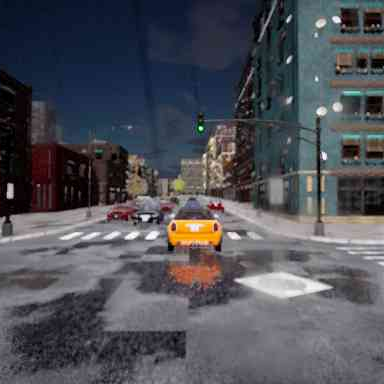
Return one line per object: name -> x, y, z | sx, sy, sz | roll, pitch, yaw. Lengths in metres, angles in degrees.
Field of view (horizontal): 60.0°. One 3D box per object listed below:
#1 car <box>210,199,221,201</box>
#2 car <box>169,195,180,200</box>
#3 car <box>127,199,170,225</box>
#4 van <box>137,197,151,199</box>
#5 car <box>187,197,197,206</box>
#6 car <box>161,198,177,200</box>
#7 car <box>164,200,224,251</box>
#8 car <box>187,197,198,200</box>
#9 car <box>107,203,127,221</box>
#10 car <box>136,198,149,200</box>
car -> 2.706, 1.539, 38.955 | 1.967, 1.590, 4.097 | 1, 0, 0
car -> -3.018, 1.654, 57.769 | 1.837, 1.490, 4.892 | 0, -1, 0
car -> -3.093, 1.553, 24.445 | 2.128, 1.511, 4.902 | 0, 0, 0
van -> -5.672, 1.439, 38.894 | 1.690, 1.788, 3.998 | 1, 0, 0
car -> 0.061, 1.664, 61.820 | 1.837, 1.490, 4.892 | 0, 0, 0
car -> -3.083, 1.694, 37.079 | 1.895, 1.301, 4.718 | 0, 0, 1
car -> 0.101, 1.389, 14.492 | 2.097, 1.767, 4.553 | 0, 0, 0
car -> 0.101, 1.644, 38.235 | 2.033, 1.411, 5.357 | 0, 0, 0
car -> -5.752, 1.614, 27.524 | 1.887, 1.381, 4.507 | 1, 0, 0
car -> -5.676, 1.628, 33.206 | 1.887, 1.381, 4.507 | 1, 0, 0
